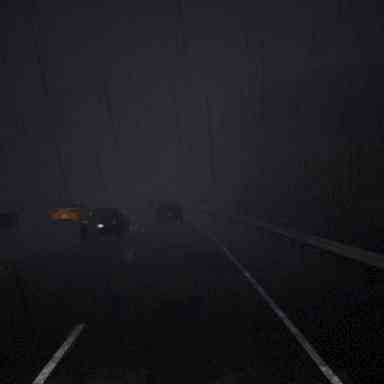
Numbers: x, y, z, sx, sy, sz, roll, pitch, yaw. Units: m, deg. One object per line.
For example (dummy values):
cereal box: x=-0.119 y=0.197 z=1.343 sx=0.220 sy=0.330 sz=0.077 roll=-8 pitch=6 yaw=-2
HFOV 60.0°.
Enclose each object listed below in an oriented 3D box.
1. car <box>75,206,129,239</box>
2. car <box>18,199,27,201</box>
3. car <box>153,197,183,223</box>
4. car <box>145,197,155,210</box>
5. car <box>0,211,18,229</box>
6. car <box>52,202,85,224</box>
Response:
car: x=-4.402 y=1.529 z=17.283 sx=1.994 sy=1.385 sz=4.181 roll=0 pitch=0 yaw=-5
car: x=-37.470 y=1.411 z=73.167 sx=2.033 sy=1.411 sz=5.357 roll=0 pitch=0 yaw=-22
car: x=-1.766 y=1.422 z=24.922 sx=1.882 sy=1.535 sz=5.008 roll=0 pitch=0 yaw=-8
car: x=-4.722 y=1.388 z=41.369 sx=1.882 sy=1.535 sz=5.008 roll=0 pitch=0 yaw=-13
car: x=-11.530 y=1.572 z=18.538 sx=1.895 sy=1.301 sz=4.718 roll=0 pitch=0 yaw=-6
car: x=-8.740 y=1.432 z=24.338 sx=1.882 sy=1.535 sz=5.008 roll=0 pitch=0 yaw=-8
